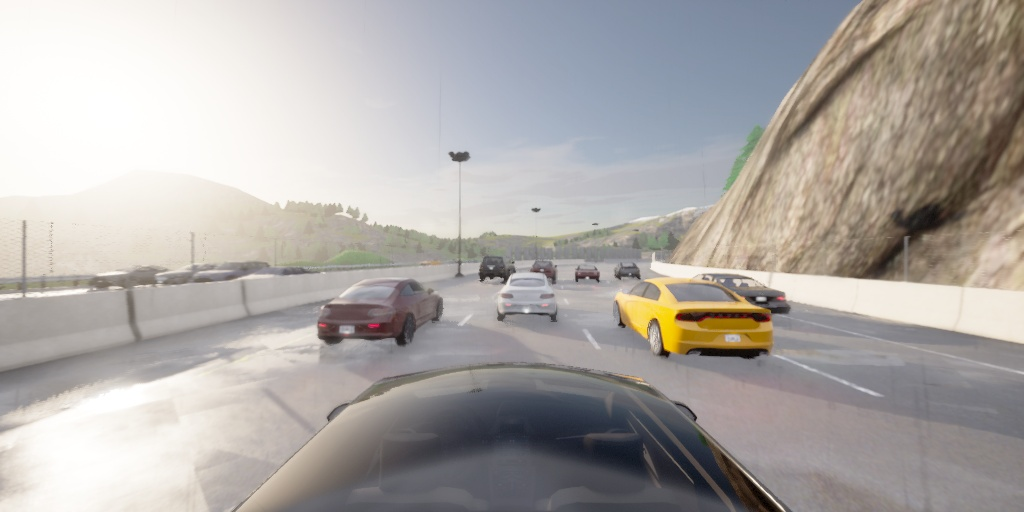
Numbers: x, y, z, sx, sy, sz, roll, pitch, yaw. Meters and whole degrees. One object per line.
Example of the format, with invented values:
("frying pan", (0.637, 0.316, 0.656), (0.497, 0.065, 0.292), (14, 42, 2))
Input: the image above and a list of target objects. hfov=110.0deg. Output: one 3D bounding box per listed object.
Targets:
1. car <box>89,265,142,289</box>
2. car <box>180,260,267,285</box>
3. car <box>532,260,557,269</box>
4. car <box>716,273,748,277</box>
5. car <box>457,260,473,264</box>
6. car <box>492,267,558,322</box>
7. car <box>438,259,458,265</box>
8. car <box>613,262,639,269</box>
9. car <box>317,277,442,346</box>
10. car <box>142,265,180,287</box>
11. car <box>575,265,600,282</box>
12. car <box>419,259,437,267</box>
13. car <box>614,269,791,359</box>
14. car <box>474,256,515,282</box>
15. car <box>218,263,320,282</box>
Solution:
("car", (-23.294, 1.273, 22.445), (1.994, 1.385, 4.181), (0, 0, 6))
("car", (-16.377, 1.078, 21.366), (2.097, 1.767, 4.553), (0, 0, 7))
("car", (2.684, 1.135, 29.927), (2.097, 1.767, 4.553), (0, 0, 10))
("car", (7.593, 1.328, 13.154), (2.033, 1.411, 5.357), (0, 0, 4))
("car", (-7.185, 1.352, 62.304), (1.994, 1.385, 4.181), (0, 0, 19))
("car", (0.562, 1.287, 12.354), (1.812, 1.442, 4.674), (0, 0, 4))
("car", (-10.457, 1.274, 63.515), (2.128, 1.511, 4.902), (0, 0, 19))
("car", (10.111, 1.296, 31.724), (2.128, 1.511, 4.902), (0, 0, 11))
("car", (-3.136, 1.275, 9.309), (1.812, 1.442, 4.674), (0, 0, 2))
("car", (-19.736, 1.210, 22.861), (2.128, 1.511, 4.902), (0, 0, 7))
("car", (6.140, 1.393, 29.559), (1.895, 1.301, 4.718), (0, 0, 10))
("car", (-14.342, 1.248, 62.988), (1.882, 1.535, 5.008), (0, 0, 19))
("car", (3.840, 1.244, 8.550), (1.882, 1.535, 5.008), (0, 0, 2))
("car", (-1.096, 0.994, 28.753), (2.150, 2.045, 5.566), (0, 0, 9))
("car", (-13.034, 1.281, 20.190), (2.033, 1.411, 5.357), (0, 0, 6))
